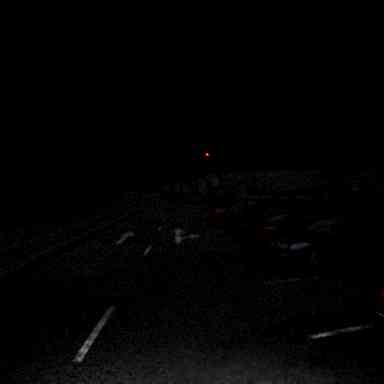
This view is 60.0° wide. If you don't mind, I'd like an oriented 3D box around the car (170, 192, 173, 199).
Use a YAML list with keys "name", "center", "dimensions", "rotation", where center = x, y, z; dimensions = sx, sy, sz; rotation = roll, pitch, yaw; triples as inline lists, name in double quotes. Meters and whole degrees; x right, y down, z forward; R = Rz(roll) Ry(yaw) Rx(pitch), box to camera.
- name: "car"
  center: [-2.010, 1.218, 84.357]
  dimensions: [5.566, 2.045, 2.435]
  rotation: [0, 0, -29]

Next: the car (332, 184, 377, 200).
- name: "car"
  center: [19.221, 0.120, 40.318]
  dimensions: [2.002, 1.452, 4.674]
  rotation: [-7, 4, -28]

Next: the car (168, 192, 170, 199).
- name: "car"
  center: [-3.354, 1.318, 93.255]
  dimensions: [4.553, 1.767, 2.185]
  rotation: [0, 0, -29]

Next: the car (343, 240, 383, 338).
- name: "car"
  center: [4.734, 1.509, 4.658]
  dimensions: [4.674, 1.452, 2.002]
  rotation: [1, 0, -21]

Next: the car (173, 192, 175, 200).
- name: "car"
  center: [-0.679, 1.250, 75.443]
  dimensions: [5.566, 2.045, 2.435]
  rotation: [0, 0, -28]

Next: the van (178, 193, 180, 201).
- name: "van"
  center: [0.052, 1.297, 69.411]
  dimensions: [4.442, 1.987, 1.878]
  rotation: [0, 0, -28]

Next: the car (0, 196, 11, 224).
- name: "car"
  center: [-13.976, 1.344, 20.383]
  dimensions: [4.553, 1.767, 2.185]
  rotation: [-1, 0, -22]

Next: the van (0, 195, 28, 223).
- name: "van"
  center: [-14.045, 1.237, 23.376]
  dimensions: [4.442, 1.987, 1.878]
  rotation: [-1, 0, -23]

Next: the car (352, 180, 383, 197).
- name: "car"
  center: [22.187, -0.458, 40.709]
  dimensions: [2.435, 2.045, 5.566]
  rotation: [-7, 4, -28]

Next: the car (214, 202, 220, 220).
- name: "car"
  center: [4.244, 1.301, 22.781]
  dimensions: [4.553, 1.767, 2.185]
  rotation: [1, 0, -23]

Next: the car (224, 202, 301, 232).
- name: "car"
  center: [4.467, 1.442, 16.735]
  dimensions: [4.892, 1.521, 2.231]
  rotation: [1, 0, -22]

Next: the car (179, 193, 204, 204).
- name: "car"
  center: [0.527, 1.409, 66.472]
  dimensions: [4.553, 1.767, 2.185]
  rotation: [0, 0, -28]

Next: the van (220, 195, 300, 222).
- name: "van"
  center: [4.242, 1.207, 19.706]
  dimensions: [4.442, 1.987, 1.878]
  rotation: [1, 0, -23]

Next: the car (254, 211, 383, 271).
- name: "car"
  center: [4.636, 1.495, 10.694]
  dimensions: [4.674, 1.452, 2.002]
  rotation: [1, 0, -22]

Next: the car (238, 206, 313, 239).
- name: "car"
  center: [4.551, 1.488, 13.718]
  dimensions: [4.674, 1.452, 2.002]
  rotation: [1, 0, -22]

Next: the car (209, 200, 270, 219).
- name: "car"
  center: [4.077, 1.448, 28.769]
  dimensions: [4.792, 1.488, 2.163]
  rotation: [1, 0, -24]

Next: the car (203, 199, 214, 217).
- name: "car"
  center: [3.891, 1.414, 25.714]
  dimensions: [5.366, 1.575, 1.946]
  rotation: [1, 0, -23]

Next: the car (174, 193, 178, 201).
- name: "car"
  center: [-0.292, 1.261, 72.430]
  dimensions: [5.566, 2.045, 2.435]
  rotation: [1, 0, -28]
